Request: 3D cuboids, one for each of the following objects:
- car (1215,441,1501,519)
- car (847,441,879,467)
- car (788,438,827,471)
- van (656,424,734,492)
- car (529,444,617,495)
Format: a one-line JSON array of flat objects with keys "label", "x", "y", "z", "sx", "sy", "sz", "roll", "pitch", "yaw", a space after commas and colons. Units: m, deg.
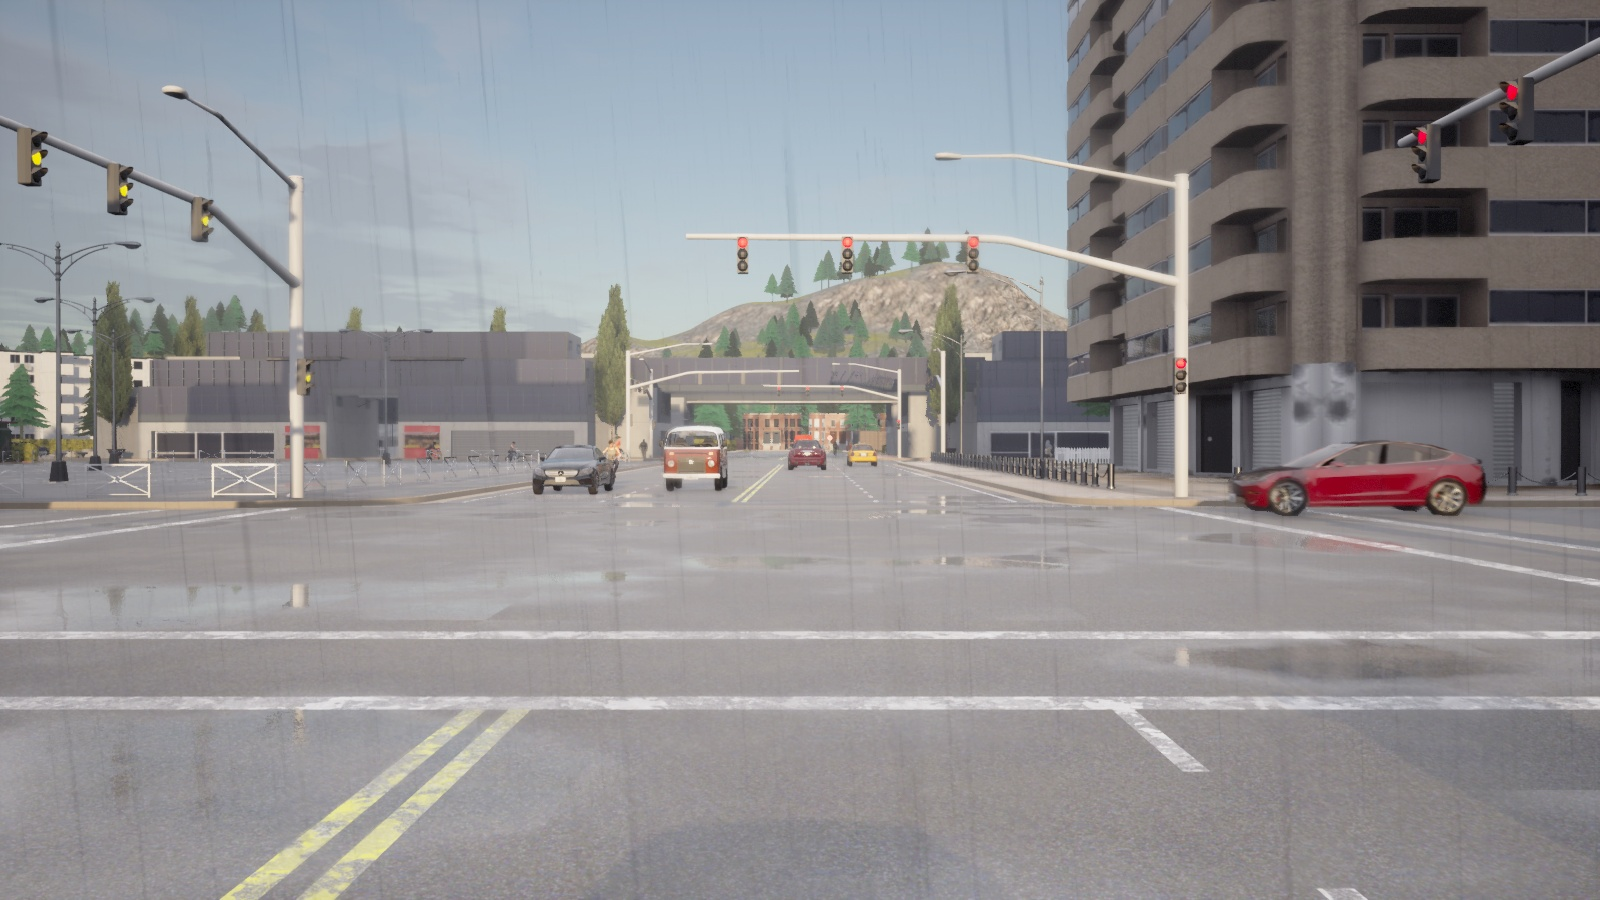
[{"label": "car", "x": 11.070, "y": 0.560, "z": 25.223, "sx": 4.792, "sy": 1.488, "sz": 2.163, "roll": 0, "pitch": 0, "yaw": 4}, {"label": "car", "x": 3.962, "y": 0.236, "z": 80.183, "sx": 1.801, "sy": 1.575, "sz": 5.366, "roll": 0, "pitch": 0, "yaw": 0}, {"label": "car", "x": 0.404, "y": 0.211, "z": 69.817, "sx": 2.097, "sy": 1.767, "sz": 4.553, "roll": 0, "pitch": 0, "yaw": 0}, {"label": "van", "x": -3.262, "y": 0.242, "z": 39.909, "sx": 2.069, "sy": 2.038, "sz": 4.480, "roll": 0, "pitch": 0, "yaw": 0}, {"label": "car", "x": -6.774, "y": 0.553, "z": 37.914, "sx": 1.812, "sy": 1.442, "sz": 4.674, "roll": 0, "pitch": 0, "yaw": 0}]
